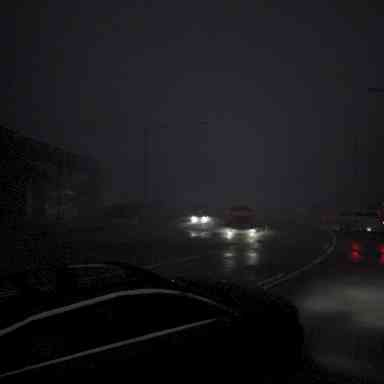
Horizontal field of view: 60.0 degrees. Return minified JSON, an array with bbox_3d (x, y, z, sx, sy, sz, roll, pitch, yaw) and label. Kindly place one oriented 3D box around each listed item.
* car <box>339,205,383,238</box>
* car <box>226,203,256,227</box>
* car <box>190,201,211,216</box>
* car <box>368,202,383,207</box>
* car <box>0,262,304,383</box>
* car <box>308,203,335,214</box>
[{"bbox_3d":[9.667,1.684,19.005,1.812,1.442,4.674,0,0,18],"label":"car"},{"bbox_3d":[3.558,1.631,24.336,1.882,1.535,5.008,1,0,7],"label":"car"},{"bbox_3d":[0.916,1.690,35.211,2.128,1.511,4.902,0,0,3],"label":"car"},{"bbox_3d":[14.335,1.571,25.488,2.097,1.767,4.553,0,0,7],"label":"car"},{"bbox_3d":[-0.805,1.505,3.355,4.902,1.511,2.128,1,0,-38],"label":"car"},{"bbox_3d":[15.325,1.905,39.682,1.895,1.301,4.718,0,0,3],"label":"car"}]
